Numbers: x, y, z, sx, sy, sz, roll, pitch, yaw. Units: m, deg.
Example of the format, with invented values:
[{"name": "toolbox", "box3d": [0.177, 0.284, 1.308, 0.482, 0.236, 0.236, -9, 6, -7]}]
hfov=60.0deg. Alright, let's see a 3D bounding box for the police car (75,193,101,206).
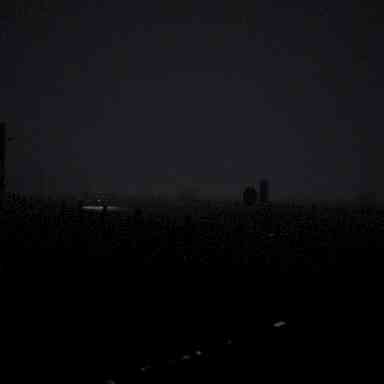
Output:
[{"name": "police car", "box3d": [-13.045, 0.963, 41.615, 2.038, 1.542, 4.974, 1, 0, -35]}]
